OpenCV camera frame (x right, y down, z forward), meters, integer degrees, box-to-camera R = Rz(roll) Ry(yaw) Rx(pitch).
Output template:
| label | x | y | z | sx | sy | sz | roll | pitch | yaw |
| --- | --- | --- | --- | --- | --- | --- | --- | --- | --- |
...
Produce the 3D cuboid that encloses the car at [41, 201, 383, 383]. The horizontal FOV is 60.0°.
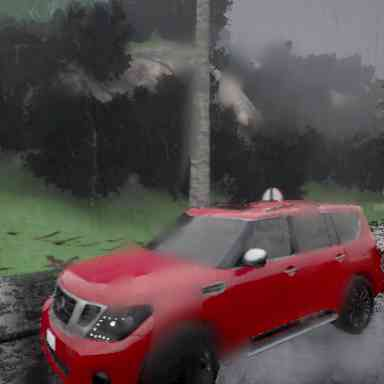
| label | x | y | z | sx | sy | sz | roll | pitch | yaw |
| --- | --- | --- | --- | --- | --- | --- | --- | --- | --- |
| car | 0.755 | 1.202 | 5.141 | 5.566 | 2.045 | 2.150 | 0 | 0 | -35 |
